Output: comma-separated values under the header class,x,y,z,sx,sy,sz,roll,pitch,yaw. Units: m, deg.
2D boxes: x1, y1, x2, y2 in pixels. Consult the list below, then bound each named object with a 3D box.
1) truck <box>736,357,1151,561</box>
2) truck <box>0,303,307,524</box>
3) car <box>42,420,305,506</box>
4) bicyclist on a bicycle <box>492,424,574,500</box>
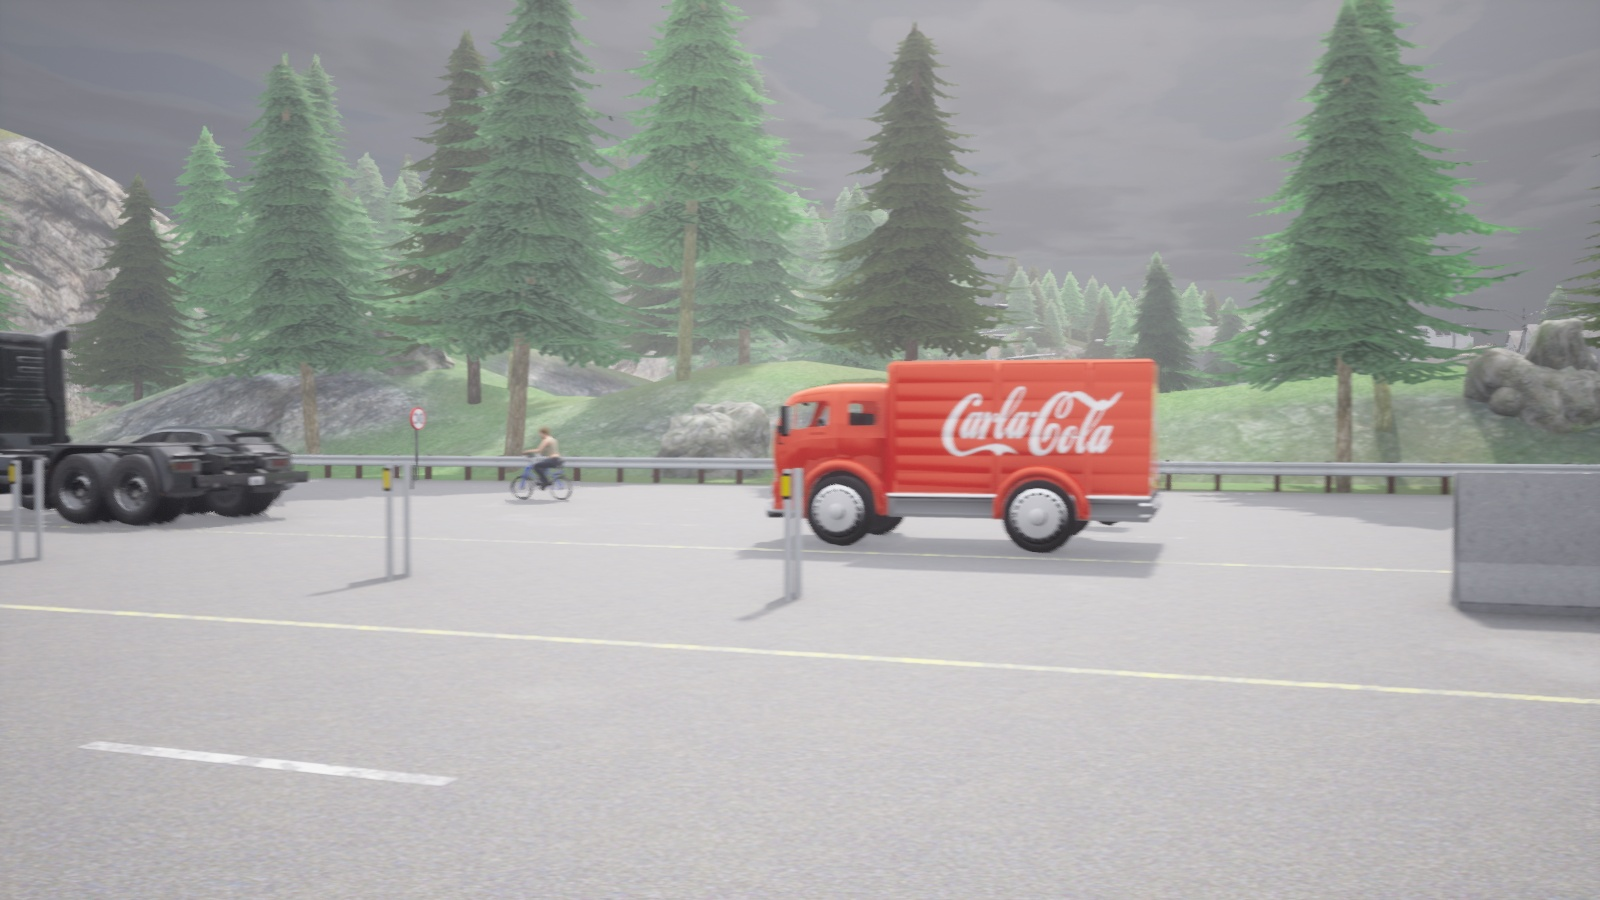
class,x,y,z,sx,sy,sz,roll,pitch,yaw
truck,2.040,0.056,17.270,5.204,2.467,2.627,1,1,19
truck,-13.027,-0.636,22.330,7.936,3.462,2.891,1,1,19
car,-12.949,0.213,26.010,4.856,1.649,2.033,1,1,19
bicyclist on a bicycle,-5.798,0.250,27.292,1.509,1.612,0.866,1,1,19
